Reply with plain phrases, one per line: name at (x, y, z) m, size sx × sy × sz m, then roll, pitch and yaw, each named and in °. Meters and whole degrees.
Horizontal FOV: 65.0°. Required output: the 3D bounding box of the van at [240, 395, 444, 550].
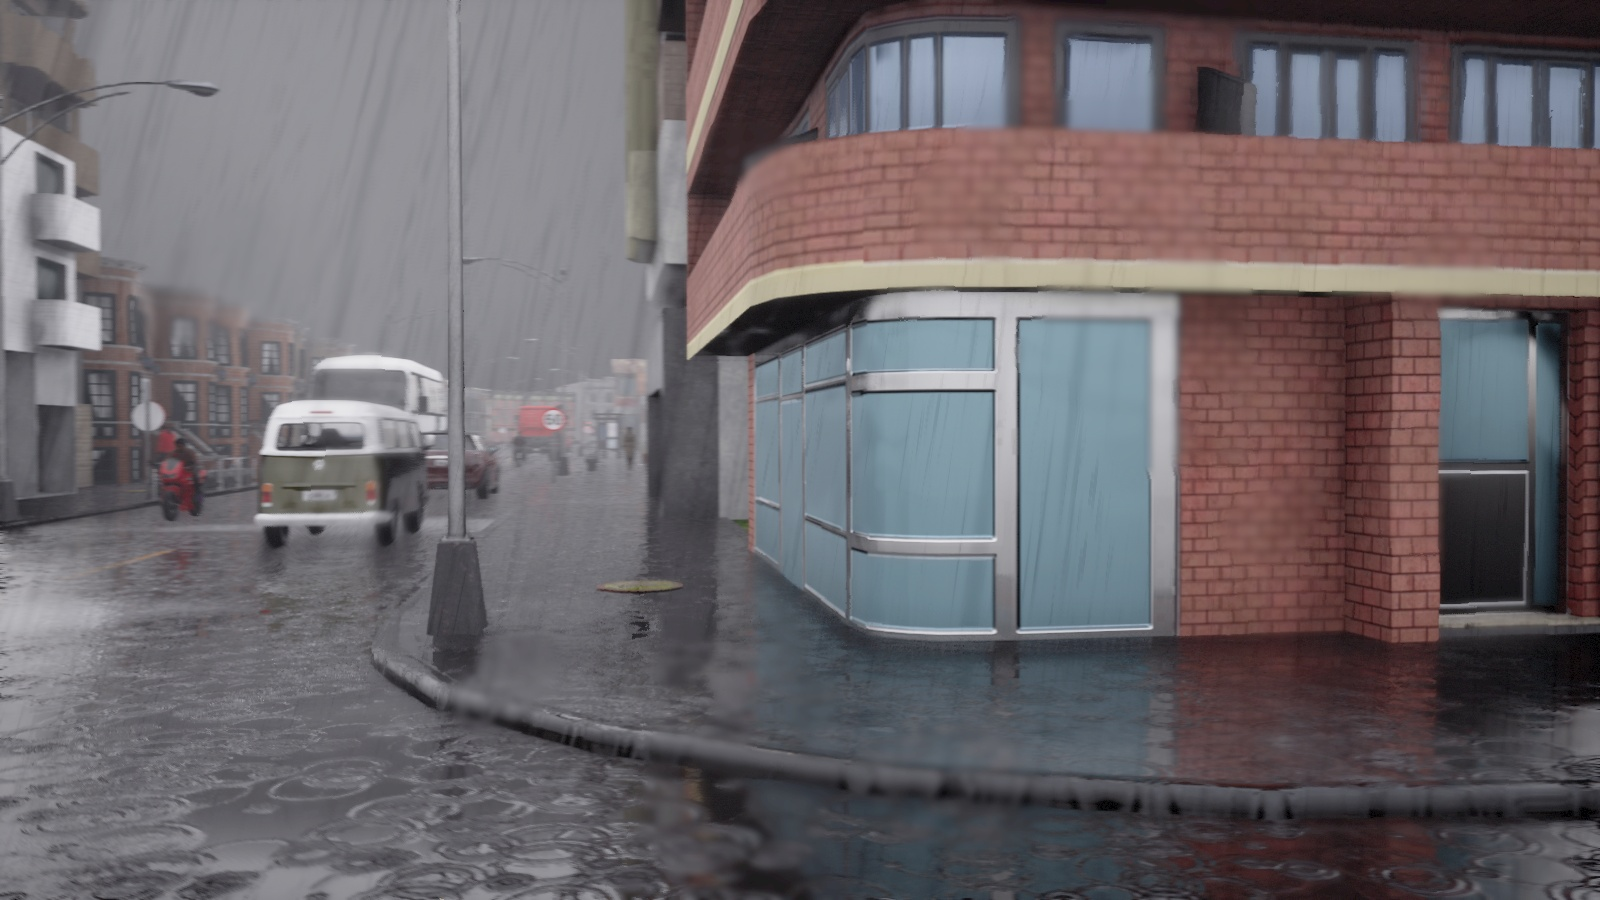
van at (-6.716, 0.272, 18.938) m, size 2.069 × 2.038 × 4.480 m, roll 0°, pitch 1°, yaw -9°

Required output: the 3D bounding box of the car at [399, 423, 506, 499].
car at (-8.728, 0.230, 31.885) m, size 2.097 × 1.767 × 4.553 m, roll 0°, pitch 1°, yaw -9°

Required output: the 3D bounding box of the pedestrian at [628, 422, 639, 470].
pedestrian at (-6.790, -0.160, 51.171) m, size 0.396 × 1.930 × 0.692 m, roll 0°, pitch 1°, yaw -11°

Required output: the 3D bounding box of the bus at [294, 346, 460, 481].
bus at (-14.807, -1.204, 44.991) m, size 3.944 × 4.253 × 10.273 m, roll 0°, pitch 1°, yaw -9°

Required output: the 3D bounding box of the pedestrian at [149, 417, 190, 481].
pedestrian at (-18.485, -0.030, 36.842) m, size 0.899 × 1.844 × 0.634 m, roll 1°, pitch 1°, yaw 20°

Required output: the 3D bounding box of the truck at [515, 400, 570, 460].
truck at (-15.666, -1.226, 76.835) m, size 2.891 × 3.462 × 7.936 m, roll 0°, pitch 1°, yaw -9°

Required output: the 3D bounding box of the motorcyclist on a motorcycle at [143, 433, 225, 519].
motorcyclist on a motorcycle at (-11.465, 0.450, 23.453) m, size 0.797 × 1.523 × 2.044 m, roll 0°, pitch 1°, yaw -9°
